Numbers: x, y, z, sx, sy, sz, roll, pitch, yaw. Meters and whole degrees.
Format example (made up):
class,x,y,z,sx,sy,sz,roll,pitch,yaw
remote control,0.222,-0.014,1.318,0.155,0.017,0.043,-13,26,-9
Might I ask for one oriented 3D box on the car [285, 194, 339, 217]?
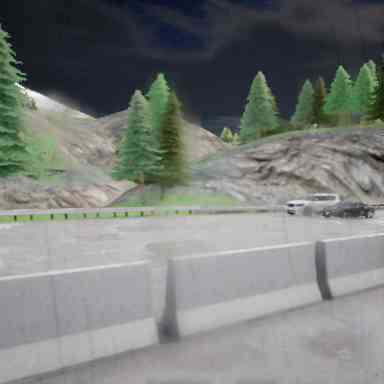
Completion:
class,x,y,z,sx,sy,sz,roll,pitch,yaw
car,11.192,1.167,30.542,5.566,2.045,2.150,1,0,-26

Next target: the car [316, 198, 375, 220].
class,x,y,z,sx,sy,sz,roll,pitch,yaw
car,12.942,1.469,27.496,4.892,1.490,1.837,1,0,-26
